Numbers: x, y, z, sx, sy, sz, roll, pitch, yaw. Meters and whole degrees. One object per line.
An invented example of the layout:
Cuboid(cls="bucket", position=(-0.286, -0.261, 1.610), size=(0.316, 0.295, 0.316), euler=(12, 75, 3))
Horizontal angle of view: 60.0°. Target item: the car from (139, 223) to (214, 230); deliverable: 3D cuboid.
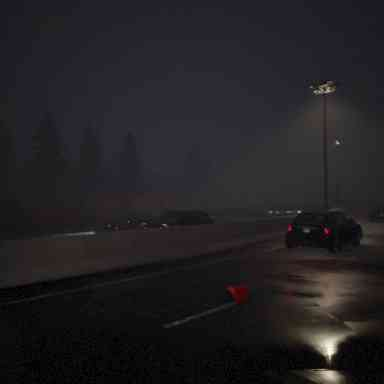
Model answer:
Cuboid(cls="car", position=(-0.732, 1.771, 18.335), size=(2.097, 1.767, 4.553), euler=(-2, -2, 42))

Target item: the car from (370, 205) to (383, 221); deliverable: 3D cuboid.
Cuboid(cls="car", position=(18.452, 1.995, 32.366), size=(1.882, 1.535, 5.008), euler=(-1, -1, 30))

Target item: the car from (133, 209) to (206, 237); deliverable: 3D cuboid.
Cuboid(cls="car", position=(-1.435, 2.015, 22.728), size=(2.128, 1.511, 4.902), euler=(-2, -2, 40))

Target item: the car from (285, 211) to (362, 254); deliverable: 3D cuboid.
Cuboid(cls="car", position=(6.111, 1.627, 15.183), size=(2.097, 1.767, 4.553), euler=(-2, -2, 42))
